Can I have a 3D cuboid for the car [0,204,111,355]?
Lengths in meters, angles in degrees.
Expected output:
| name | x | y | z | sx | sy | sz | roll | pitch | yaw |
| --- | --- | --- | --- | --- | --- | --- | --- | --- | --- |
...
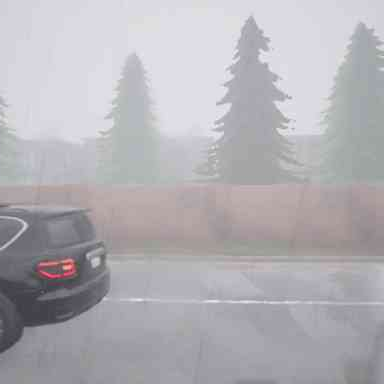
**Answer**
| name | x | y | z | sx | sy | sz | roll | pitch | yaw |
| --- | --- | --- | --- | --- | --- | --- | --- | --- | --- |
| car | -4.219 | 1.238 | 5.676 | 5.566 | 2.045 | 2.150 | 0 | 0 | 6 |
